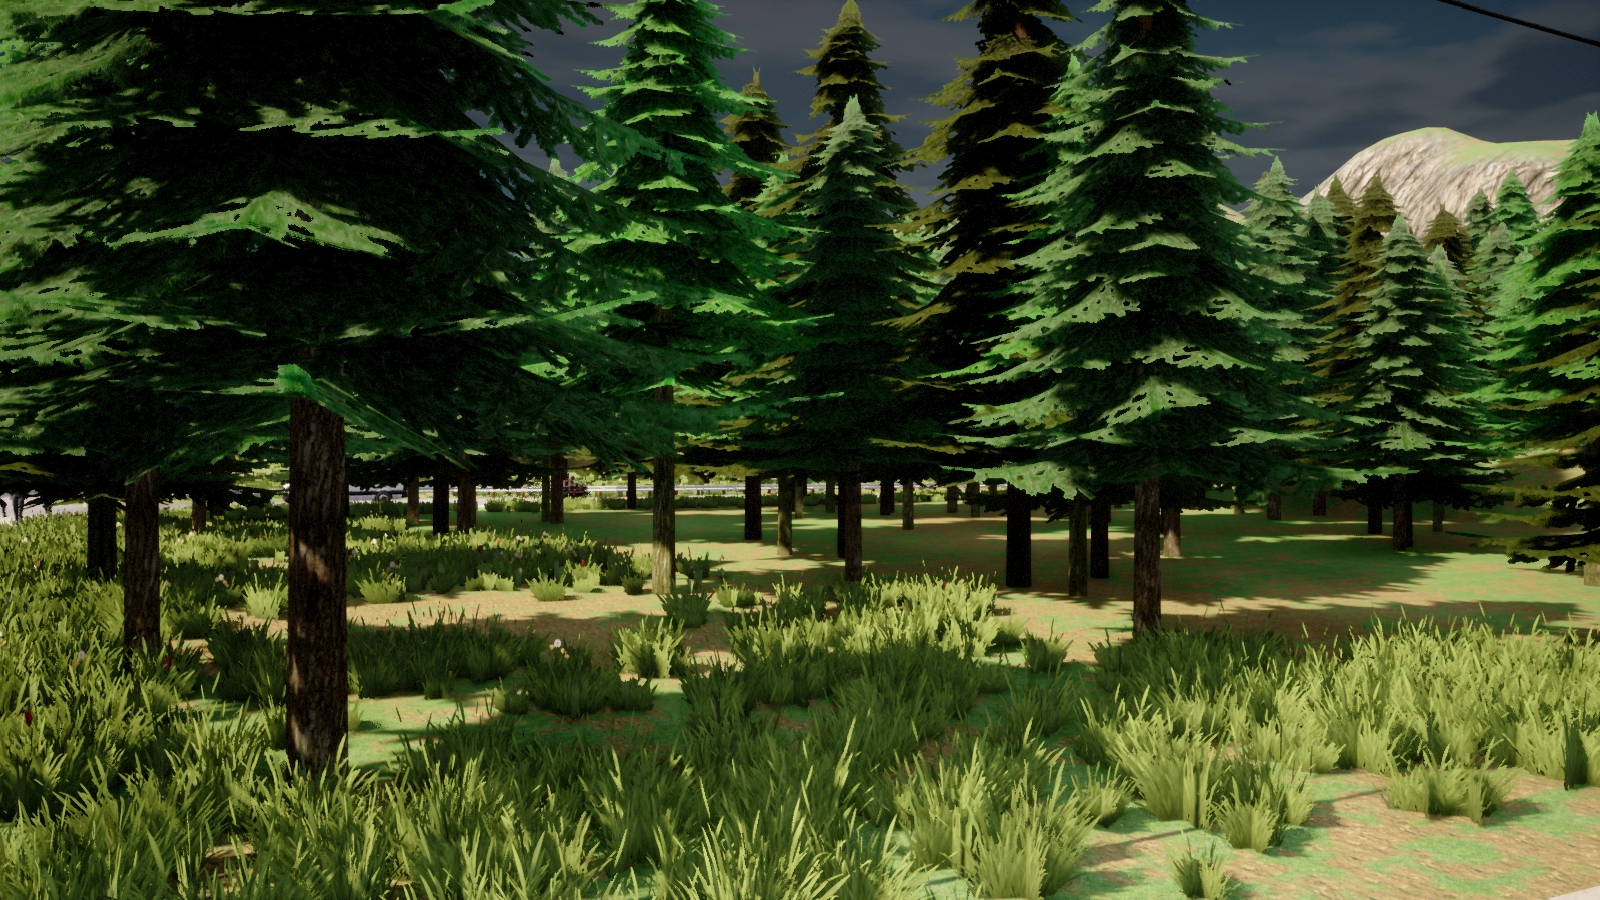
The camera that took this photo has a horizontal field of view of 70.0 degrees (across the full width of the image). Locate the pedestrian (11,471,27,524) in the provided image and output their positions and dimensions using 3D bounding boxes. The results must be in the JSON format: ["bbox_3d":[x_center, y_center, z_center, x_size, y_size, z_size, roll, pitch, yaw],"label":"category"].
[{"bbox_3d":[-27.982,1.694,40.934,0.375,1.860,0.375,0,0,-16],"label":"pedestrian"}]
